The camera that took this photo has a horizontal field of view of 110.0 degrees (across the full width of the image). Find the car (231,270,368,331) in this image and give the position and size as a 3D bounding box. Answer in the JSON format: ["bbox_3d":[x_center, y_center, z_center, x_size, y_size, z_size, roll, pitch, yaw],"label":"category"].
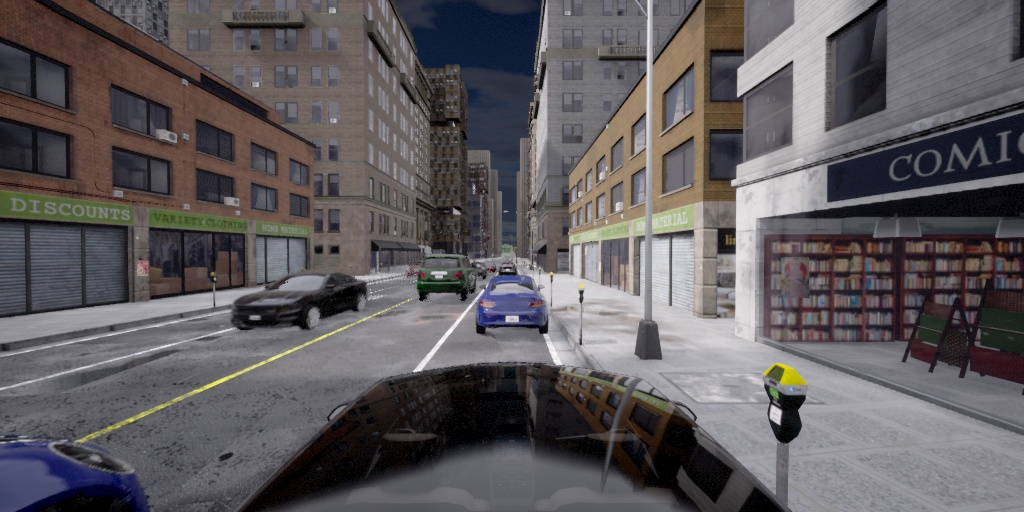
[{"bbox_3d":[-6.246,1.226,11.212,1.882,1.535,5.008,0,0,0],"label":"car"}]

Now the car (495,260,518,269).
[{"bbox_3d":[-0.383,1.315,34.934,1.948,1.339,4.313,0,0,0],"label":"car"}]

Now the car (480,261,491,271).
[{"bbox_3d":[-3.144,1.274,31.862,1.812,1.442,4.674,0,0,0],"label":"car"}]

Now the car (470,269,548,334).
[{"bbox_3d":[0.004,1.274,10.501,1.812,1.442,4.674,0,0,0],"label":"car"}]

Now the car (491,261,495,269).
[{"bbox_3d":[-3.044,1.317,46.236,1.994,1.385,4.181,0,0,0],"label":"car"}]

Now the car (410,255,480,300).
[{"bbox_3d":[-3.042,0.968,17.612,2.150,2.045,5.566,0,0,0],"label":"car"}]

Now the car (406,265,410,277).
[{"bbox_3d":[-8.908,1.189,34.934,1.967,1.591,4.097,0,0,0],"label":"car"}]
